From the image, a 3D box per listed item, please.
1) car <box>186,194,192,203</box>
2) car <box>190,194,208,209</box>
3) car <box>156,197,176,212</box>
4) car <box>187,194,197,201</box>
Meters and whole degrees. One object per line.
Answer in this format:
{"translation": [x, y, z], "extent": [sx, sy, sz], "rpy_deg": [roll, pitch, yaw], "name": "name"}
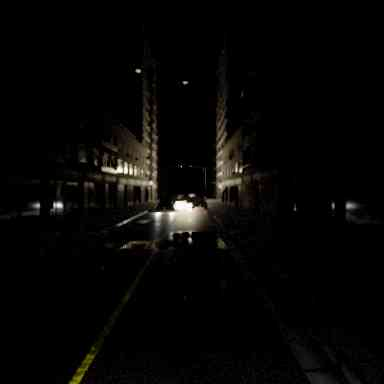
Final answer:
{"translation": [-0.005, 1.342, 60.877], "extent": [1.994, 1.385, 4.181], "rpy_deg": [0, 0, 0], "name": "car"}
{"translation": [0.959, 1.364, 41.515], "extent": [1.812, 1.442, 4.674], "rpy_deg": [0, 0, 0], "name": "car"}
{"translation": [-2.847, 1.358, 36.800], "extent": [1.837, 1.490, 4.892], "rpy_deg": [0, 0, 0], "name": "car"}
{"translation": [-0.007, 1.192, 77.351], "extent": [2.128, 1.511, 4.902], "rpy_deg": [0, 0, 0], "name": "car"}
